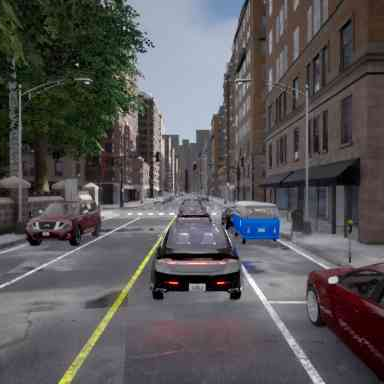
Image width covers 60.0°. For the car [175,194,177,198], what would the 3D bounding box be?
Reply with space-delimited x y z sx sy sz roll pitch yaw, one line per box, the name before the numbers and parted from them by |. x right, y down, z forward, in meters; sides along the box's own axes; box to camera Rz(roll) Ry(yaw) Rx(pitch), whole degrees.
car | -5.701 1.496 86.369 2.008 1.369 4.403 0 0 0

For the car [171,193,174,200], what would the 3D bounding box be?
car | -5.697 1.491 75.468 1.887 1.381 4.507 0 0 0

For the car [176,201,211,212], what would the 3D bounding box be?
car | 0.092 1.485 18.309 2.128 1.511 4.902 0 0 0

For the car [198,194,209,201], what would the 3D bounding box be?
car | 2.827 1.387 75.506 1.967 1.590 4.097 0 0 0

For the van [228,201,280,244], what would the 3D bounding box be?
van | 2.849 1.336 15.469 1.690 1.788 3.998 0 0 0

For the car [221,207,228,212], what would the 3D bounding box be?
car | 2.848 1.557 21.130 1.947 1.339 4.313 0 0 0

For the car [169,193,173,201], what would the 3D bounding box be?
car | -5.695 1.493 70.017 1.887 1.381 4.507 0 0 0

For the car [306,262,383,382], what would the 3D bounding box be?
car | 2.853 1.544 4.149 1.887 1.381 4.507 0 0 0

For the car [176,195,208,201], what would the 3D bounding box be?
car | -0.011 1.338 27.486 2.097 1.767 4.553 0 0 0

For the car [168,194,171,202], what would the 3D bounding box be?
car | -5.693 1.502 64.566 2.008 1.369 4.403 0 0 0

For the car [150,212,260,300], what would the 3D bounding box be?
car | 0.097 1.490 8.370 2.128 1.511 4.902 0 0 0

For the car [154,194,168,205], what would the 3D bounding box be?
car | -5.691 1.480 58.945 1.752 1.417 4.829 0 0 0

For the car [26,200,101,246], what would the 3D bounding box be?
car | -5.676 1.310 15.426 2.192 1.841 5.009 0 0 0
